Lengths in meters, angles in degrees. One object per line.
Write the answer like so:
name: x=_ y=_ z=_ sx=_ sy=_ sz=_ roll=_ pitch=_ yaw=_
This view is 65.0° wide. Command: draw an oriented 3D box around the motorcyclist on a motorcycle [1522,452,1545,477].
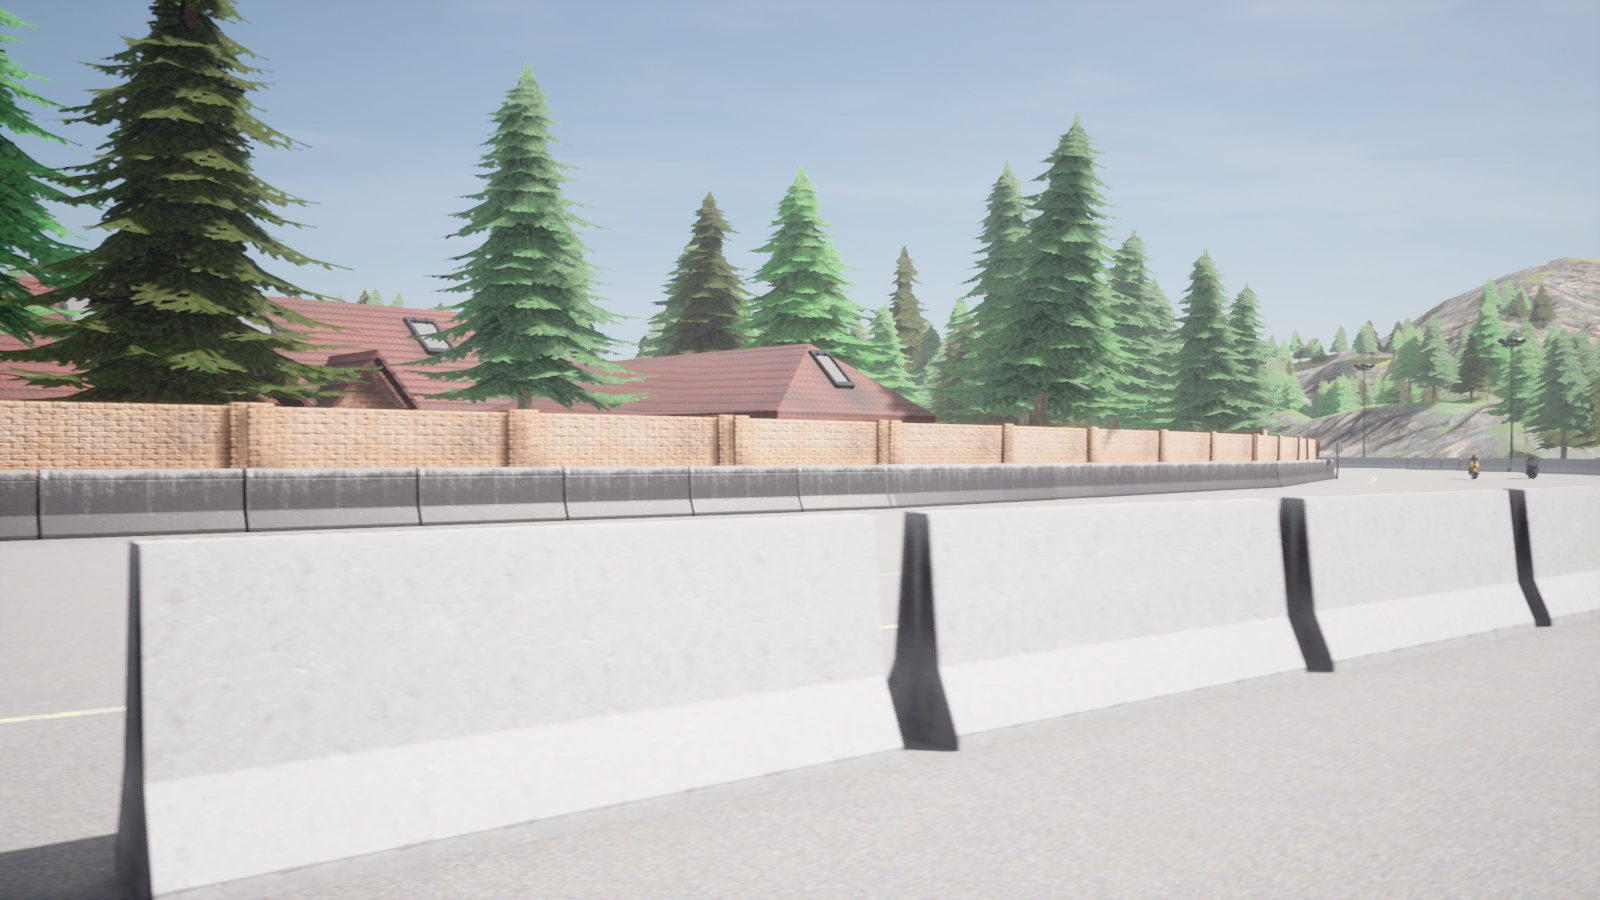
motorcyclist on a motorcycle: x=44.613 y=0.884 z=76.412 sx=0.866 sy=1.530 sz=2.191 roll=-1 pitch=0 yaw=23
